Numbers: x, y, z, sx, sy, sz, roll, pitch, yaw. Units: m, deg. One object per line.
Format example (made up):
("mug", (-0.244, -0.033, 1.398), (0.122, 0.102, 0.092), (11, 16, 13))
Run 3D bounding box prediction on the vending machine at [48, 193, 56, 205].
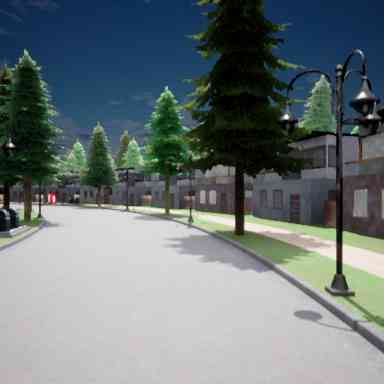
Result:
("vending machine", (-23.984, 1.177, 56.987), (0.880, 2.100, 1.100), (0, 0, 36))
